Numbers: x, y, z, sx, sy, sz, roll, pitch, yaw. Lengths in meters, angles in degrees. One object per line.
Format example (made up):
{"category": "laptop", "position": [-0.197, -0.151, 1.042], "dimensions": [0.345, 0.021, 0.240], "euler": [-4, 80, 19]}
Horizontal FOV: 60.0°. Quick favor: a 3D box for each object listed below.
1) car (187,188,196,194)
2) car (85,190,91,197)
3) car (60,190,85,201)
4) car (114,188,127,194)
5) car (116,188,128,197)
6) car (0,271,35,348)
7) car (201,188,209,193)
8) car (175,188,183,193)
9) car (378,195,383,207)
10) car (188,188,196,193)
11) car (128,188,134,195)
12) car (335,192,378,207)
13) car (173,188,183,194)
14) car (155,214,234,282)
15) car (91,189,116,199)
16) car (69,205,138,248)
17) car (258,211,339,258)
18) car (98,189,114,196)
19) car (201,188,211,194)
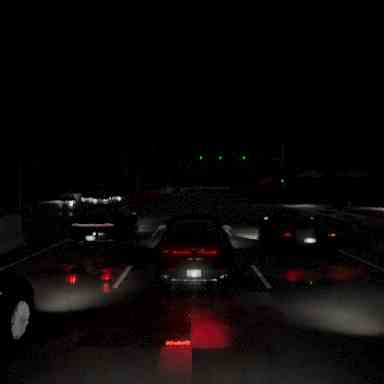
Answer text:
{"category": "car", "position": [-0.023, -0.290, 81.019], "dimensions": [1.837, 1.490, 4.892], "euler": [0, 1, 0]}
{"category": "car", "position": [-17.591, 0.323, 57.527], "dimensions": [1.994, 1.385, 4.181], "euler": [0, 1, 0]}
{"category": "car", "position": [-17.607, 0.494, 48.596], "dimensions": [1.812, 1.442, 4.674], "euler": [0, 1, 0]}
{"category": "car", "position": [-17.524, -0.291, 82.183], "dimensions": [2.033, 1.411, 5.357], "euler": [0, 1, 0]}
{"category": "car", "position": [-14.058, 0.225, 63.296], "dimensions": [1.895, 1.301, 4.718], "euler": [0, 1, 0]}
{"category": "car", "position": [-3.405, 1.502, 3.360], "dimensions": [1.837, 1.490, 4.892], "euler": [0, 1, 0]}
{"category": "car", "position": [3.474, -0.535, 90.830], "dimensions": [1.895, 1.301, 4.718], "euler": [0, 1, 0]}
{"category": "car", "position": [-3.526, -0.479, 90.795], "dimensions": [2.033, 1.411, 5.357], "euler": [0, 1, 0]}
{"category": "car", "position": [21.364, 0.906, 31.868], "dimensions": [5.357, 1.411, 2.033], "euler": [0, 1, 2]}
{"category": "car", "position": [-0.026, -0.488, 91.213], "dimensions": [2.033, 1.411, 5.357], "euler": [0, 1, 0]}
{"category": "car", "position": [-14.021, -0.085, 73.953], "dimensions": [2.033, 1.411, 5.357], "euler": [0, 1, 0]}
{"category": "car", "position": [17.961, 0.766, 35.501], "dimensions": [4.902, 1.511, 2.128], "euler": [0, 1, 3]}
{"category": "car", "position": [-3.523, -0.187, 80.671], "dimensions": [1.895, 1.301, 4.718], "euler": [0, 1, 0]}
{"category": "car", "position": [0.066, 1.384, 9.402], "dimensions": [1.837, 1.490, 4.892], "euler": [0, 2, 0]}
{"category": "car", "position": [-14.103, 0.331, 53.485], "dimensions": [1.882, 1.535, 5.008], "euler": [0, 1, 0]}
{"category": "car", "position": [-3.417, 1.275, 13.625], "dimensions": [2.128, 1.511, 4.902], "euler": [0, 1, 0]}
{"category": "car", "position": [3.632, 1.387, 12.031], "dimensions": [1.994, 1.385, 4.181], "euler": [0, 1, 2]}
{"category": "car", "position": [-17.520, 0.052, 68.101], "dimensions": [2.033, 1.411, 5.357], "euler": [0, 1, 0]}
{"category": "car", "position": [3.477, -0.312, 80.382], "dimensions": [1.882, 1.535, 5.008], "euler": [0, 1, 0]}
